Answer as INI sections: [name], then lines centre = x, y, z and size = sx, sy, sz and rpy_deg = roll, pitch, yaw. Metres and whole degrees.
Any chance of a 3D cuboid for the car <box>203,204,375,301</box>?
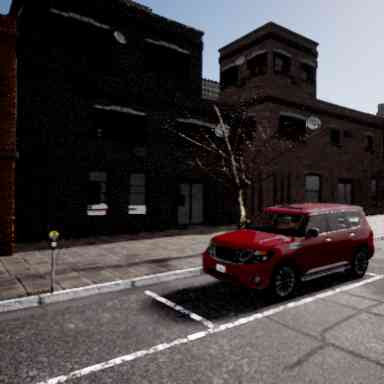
[car]
centre = 2.658, 1.263, 8.434
size = 5.009, 1.841, 2.192
rpy_deg = -1, 1, -35
